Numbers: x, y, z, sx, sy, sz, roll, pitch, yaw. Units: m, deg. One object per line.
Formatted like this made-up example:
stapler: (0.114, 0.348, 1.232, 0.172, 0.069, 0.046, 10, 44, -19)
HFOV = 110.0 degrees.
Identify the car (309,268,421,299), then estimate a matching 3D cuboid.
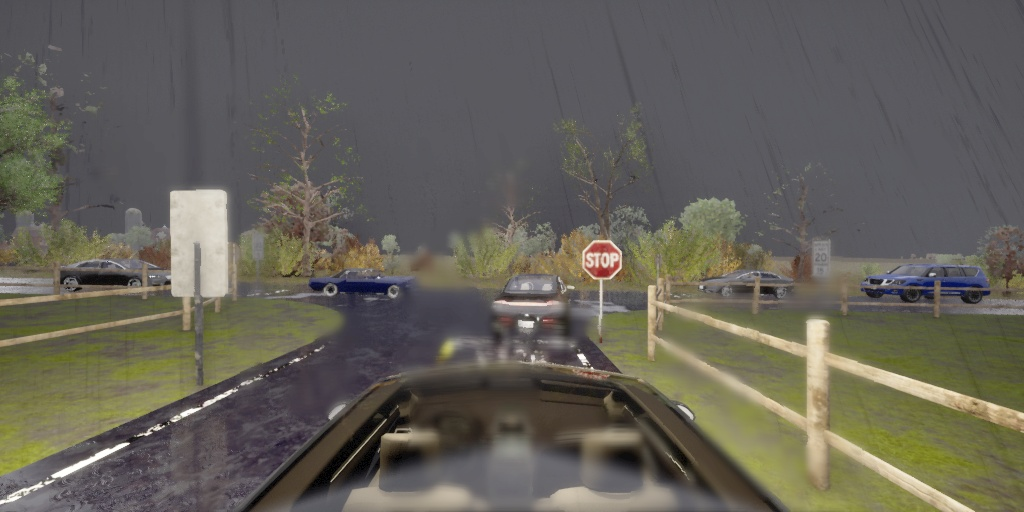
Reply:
car: (-6.822, 1.248, 17.037, 4.718, 1.301, 1.895, 1, 1, 0)

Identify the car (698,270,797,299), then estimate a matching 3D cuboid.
car: (13.004, 1.525, 19.965, 4.902, 1.511, 2.128, 1, 1, 0)

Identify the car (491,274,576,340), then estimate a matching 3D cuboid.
car: (0.707, 1.240, 10.006, 2.128, 1.511, 4.902, 0, 0, 9)

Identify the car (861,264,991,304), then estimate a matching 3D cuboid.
car: (22.900, 1.466, 19.954, 5.566, 2.045, 2.150, 1, 1, 0)

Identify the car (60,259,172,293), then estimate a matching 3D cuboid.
car: (-18.490, 0.885, 17.054, 4.902, 1.511, 2.128, 1, 1, 0)
